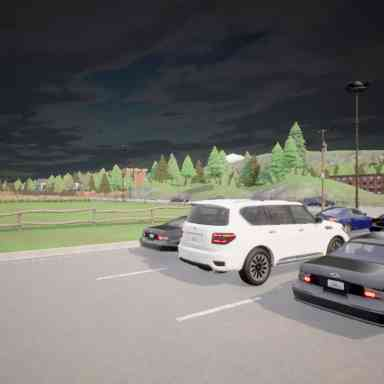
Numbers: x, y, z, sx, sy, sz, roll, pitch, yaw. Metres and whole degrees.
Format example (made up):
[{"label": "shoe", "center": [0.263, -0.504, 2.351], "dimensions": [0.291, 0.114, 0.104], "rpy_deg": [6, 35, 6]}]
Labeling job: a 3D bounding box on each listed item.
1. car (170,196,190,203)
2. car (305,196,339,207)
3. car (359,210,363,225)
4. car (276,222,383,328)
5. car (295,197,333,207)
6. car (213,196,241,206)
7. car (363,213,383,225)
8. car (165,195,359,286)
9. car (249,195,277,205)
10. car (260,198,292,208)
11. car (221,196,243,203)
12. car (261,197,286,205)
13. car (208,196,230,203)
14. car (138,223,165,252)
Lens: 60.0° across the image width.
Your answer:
[{"label": "car", "center": [-2.525, 1.601, 68.413], "dimensions": [1.895, 1.301, 4.718], "rpy_deg": [0, 0, -36]}, {"label": "car", "center": [20.971, 1.505, 53.996], "dimensions": [1.837, 1.490, 4.892], "rpy_deg": [0, 0, -36]}, {"label": "car", "center": [8.442, 1.526, 18.431], "dimensions": [4.674, 1.442, 1.812], "rpy_deg": [0, 0, -36]}, {"label": "car", "center": [4.357, 1.547, 6.871], "dimensions": [5.357, 1.411, 2.033], "rpy_deg": [0, 0, -36]}, {"label": "car", "center": [18.703, 1.547, 51.164], "dimensions": [2.033, 1.411, 5.357], "rpy_deg": [0, 0, -36]}, {"label": "car", "center": [5.946, 1.478, 56.731], "dimensions": [1.882, 1.535, 5.008], "rpy_deg": [0, 0, -36]}, {"label": "car", "center": [10.306, 1.478, 15.469], "dimensions": [5.008, 1.535, 1.882], "rpy_deg": [0, 0, -35]}, {"label": "car", "center": [2.240, 1.221, 9.662], "dimensions": [5.566, 2.045, 2.150], "rpy_deg": [0, 0, -35]}, {"label": "car", "center": [12.670, 1.352, 59.415], "dimensions": [2.097, 1.767, 4.553], "rpy_deg": [0, 0, -36]}, {"label": "car", "center": [12.191, 1.564, 48.206], "dimensions": [1.994, 1.385, 4.181], "rpy_deg": [0, 0, -36]}, {"label": "car", "center": [8.545, 1.595, 71.095], "dimensions": [1.895, 1.301, 4.718], "rpy_deg": [0, 0, -36]}, {"label": "car", "center": [15.159, 1.564, 61.963], "dimensions": [1.994, 1.385, 4.181], "rpy_deg": [0, 0, -36]}, {"label": "car", "center": [5.591, 1.601, 69.204], "dimensions": [1.895, 1.301, 4.718], "rpy_deg": [0, 0, -36]}, {"label": "car", "center": [0.660, 1.547, 12.834], "dimensions": [5.357, 1.411, 2.033], "rpy_deg": [0, 0, -36]}]
